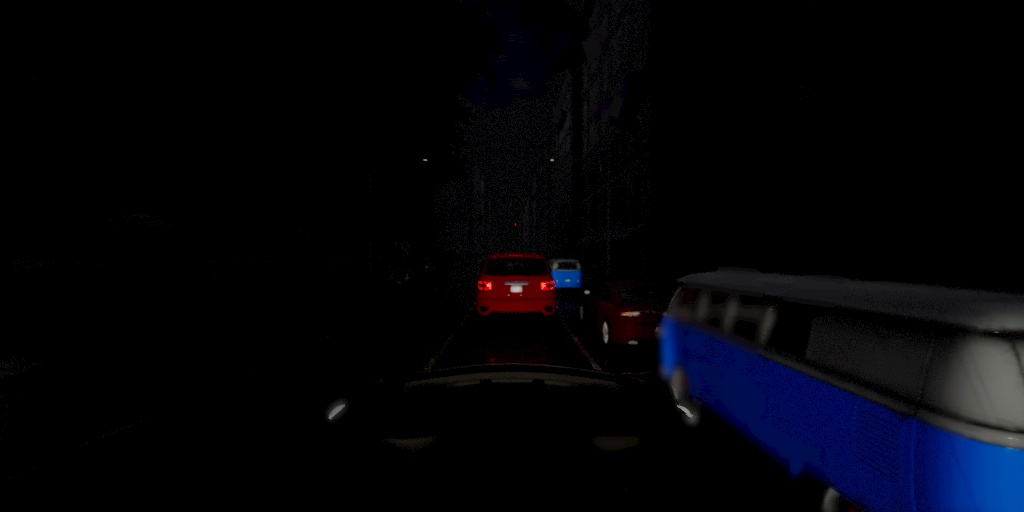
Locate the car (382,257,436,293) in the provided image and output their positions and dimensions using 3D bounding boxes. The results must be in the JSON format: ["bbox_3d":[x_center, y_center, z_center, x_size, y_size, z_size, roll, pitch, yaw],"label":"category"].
[{"bbox_3d":[-5.642,0.998,20.348,2.192,1.841,5.009,0,0,0],"label":"car"}]

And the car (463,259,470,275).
[{"bbox_3d":[-2.958,0.795,30.838,2.033,1.411,5.357,0,0,0],"label":"car"}]

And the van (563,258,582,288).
[{"bbox_3d":[2.883,1.024,20.376,1.690,1.789,3.998,0,0,0],"label":"van"}]

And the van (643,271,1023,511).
[{"bbox_3d":[2.857,1.085,3.394,1.690,1.789,3.998,0,0,0],"label":"van"}]

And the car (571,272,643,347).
[{"bbox_3d":[2.866,1.270,9.055,1.888,1.381,4.507,0,0,0],"label":"car"}]

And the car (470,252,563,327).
[{"bbox_3d":[0.116,0.932,11.468,2.150,2.045,5.566,0,-1,0],"label":"car"}]
